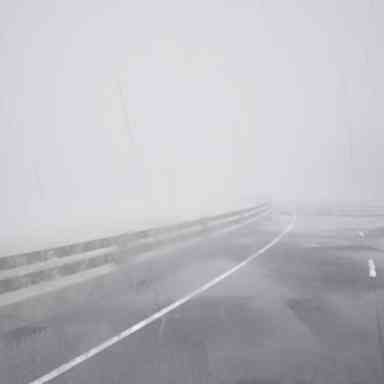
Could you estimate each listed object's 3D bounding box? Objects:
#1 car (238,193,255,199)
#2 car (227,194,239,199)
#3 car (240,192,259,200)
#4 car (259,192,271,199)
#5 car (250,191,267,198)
[{"bbox_3d":[13.857,1.039,85.370,2.128,1.511,4.902,-2,0,-19],"label":"car"},{"bbox_3d":[10.497,1.168,84.402,1.812,1.442,4.674,-2,0,-19],"label":"car"},{"bbox_3d":[12.721,1.153,74.844,1.994,1.385,4.181,-2,0,-10],"label":"car"},{"bbox_3d":[16.177,1.060,75.375,1.895,1.301,4.718,-2,0,-10],"label":"car"},{"bbox_3d":[17.222,0.738,86.309,2.097,1.767,4.553,-2,0,-19],"label":"car"}]
